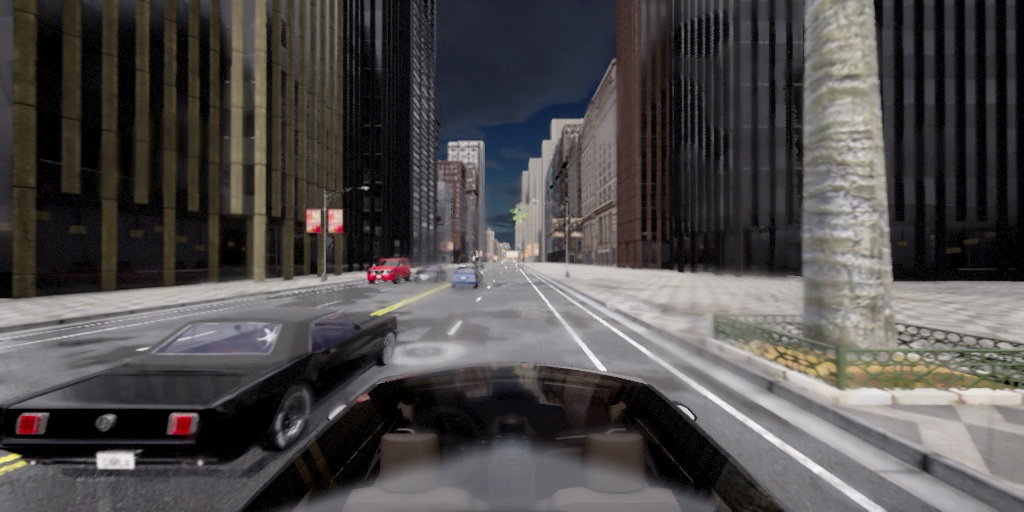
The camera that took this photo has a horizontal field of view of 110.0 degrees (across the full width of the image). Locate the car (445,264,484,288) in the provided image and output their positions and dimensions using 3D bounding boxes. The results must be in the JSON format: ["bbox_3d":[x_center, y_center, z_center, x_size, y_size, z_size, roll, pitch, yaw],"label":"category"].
[{"bbox_3d":[-3.156,1.504,25.871,2.033,1.411,5.357,0,-1,0],"label":"car"}]

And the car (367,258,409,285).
[{"bbox_3d":[-9.849,1.210,29.275,2.150,2.045,5.566,0,-1,0],"label":"car"}]

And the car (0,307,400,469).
[{"bbox_3d":[-3.173,1.380,5.114,1.895,1.301,4.718,0,0,0],"label":"car"}]

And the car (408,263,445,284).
[{"bbox_3d":[-6.600,1.480,29.400,2.128,1.511,4.902,0,-1,0],"label":"car"}]
